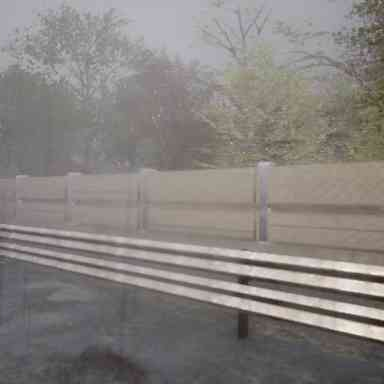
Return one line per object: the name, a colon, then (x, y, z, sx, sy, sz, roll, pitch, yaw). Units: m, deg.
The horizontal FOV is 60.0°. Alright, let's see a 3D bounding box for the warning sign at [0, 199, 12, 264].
warning sign: (-6.076, 1.130, 9.486, 1.060, 1.860, 1.300, 0, 0, 35)
